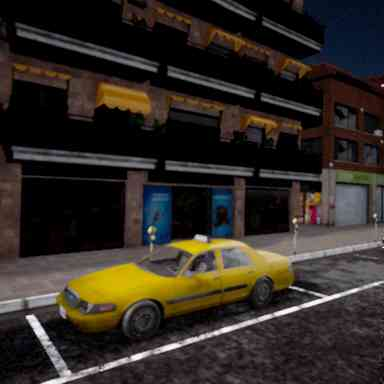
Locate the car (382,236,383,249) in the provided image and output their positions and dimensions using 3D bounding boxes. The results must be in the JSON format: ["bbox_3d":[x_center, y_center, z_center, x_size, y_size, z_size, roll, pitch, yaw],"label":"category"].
[{"bbox_3d":[9.178,1.697,13.101,4.403,1.369,2.008,1,0,-36],"label":"car"}]

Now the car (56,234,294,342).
[{"bbox_3d":[-0.024,1.561,6.530,4.829,1.417,1.752,1,0,-36],"label":"car"}]
